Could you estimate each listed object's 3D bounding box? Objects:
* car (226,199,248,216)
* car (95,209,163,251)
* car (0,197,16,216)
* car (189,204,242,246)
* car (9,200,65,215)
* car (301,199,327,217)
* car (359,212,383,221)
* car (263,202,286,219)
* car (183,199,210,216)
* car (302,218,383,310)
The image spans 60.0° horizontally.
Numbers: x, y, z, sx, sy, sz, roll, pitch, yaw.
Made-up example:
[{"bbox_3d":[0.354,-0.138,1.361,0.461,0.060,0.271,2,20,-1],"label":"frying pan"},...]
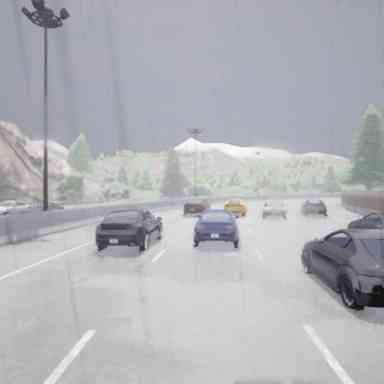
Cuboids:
[{"bbox_3d":[4.213,1.396,31.656,1.882,1.535,5.008,0,0,13],"label":"car"},{"bbox_3d":[-2.470,1.463,13.987,1.837,1.490,4.892,0,0,6],"label":"car"},{"bbox_3d":[-14.835,1.435,27.206,1.812,1.442,4.674,0,0,11],"label":"car"},{"bbox_3d":[1.141,1.486,14.906,1.812,1.442,4.674,0,0,7],"label":"car"},{"bbox_3d":[-11.547,1.481,25.681,1.994,1.385,4.181,0,0,10],"label":"car"},{"bbox_3d":[11.125,1.421,30.447,2.128,1.511,4.902,0,0,14],"label":"car"},{"bbox_3d":[8.085,1.535,13.864,1.994,1.385,4.181,0,0,7],"label":"car"},{"bbox_3d":[7.109,1.530,28.816,1.895,1.301,4.718,0,0,13],"label":"car"},{"bbox_3d":[0.576,1.392,31.484,1.882,1.535,5.008,0,0,13],"label":"car"},{"bbox_3d":[3.995,1.547,7.723,1.994,1.385,4.181,0,0,3],"label":"car"}]
